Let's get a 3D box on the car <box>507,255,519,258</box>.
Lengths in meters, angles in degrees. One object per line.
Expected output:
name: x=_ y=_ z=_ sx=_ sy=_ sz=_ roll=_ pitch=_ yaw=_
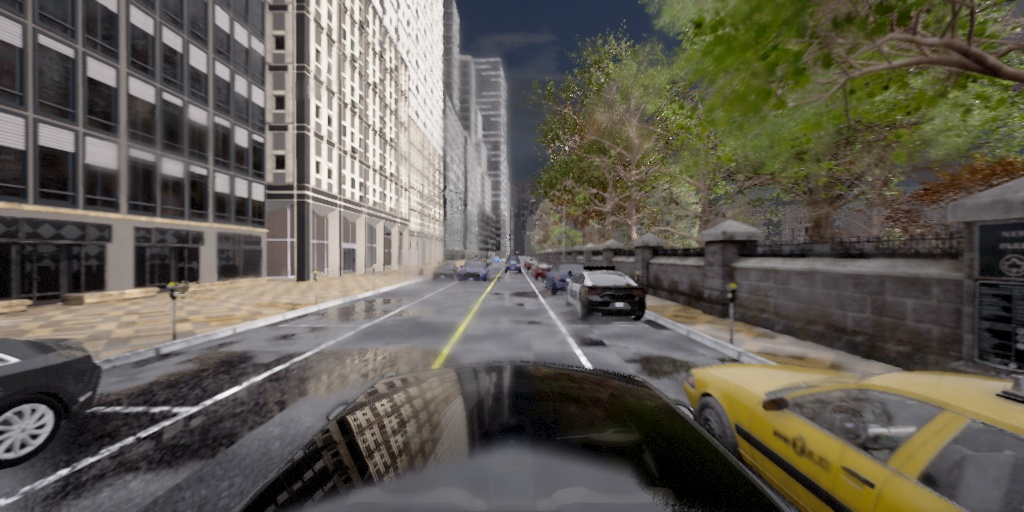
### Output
car: x=0.166 y=0.875 z=55.970 sx=2.150 sy=2.045 sz=5.566 roll=0 pitch=0 yaw=1

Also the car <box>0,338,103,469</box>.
car: x=-5.459 y=1.300 z=2.161 sx=2.007 sy=1.370 sz=4.403 roll=0 pitch=0 yaw=0

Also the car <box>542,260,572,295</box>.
car: x=2.992 y=1.068 z=19.483 sx=2.097 sy=1.767 sz=4.553 roll=0 pitch=0 yaw=0

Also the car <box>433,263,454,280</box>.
car: x=-5.454 y=1.263 z=30.298 sx=1.948 sy=1.339 sz=4.313 roll=0 pitch=0 yaw=0

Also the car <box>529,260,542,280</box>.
car: x=2.716 y=1.242 z=29.991 sx=1.888 sy=1.381 sz=4.507 roll=0 pitch=0 yaw=0

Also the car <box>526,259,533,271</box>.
car: x=2.724 y=1.238 z=35.624 sx=2.007 sy=1.370 sz=4.403 roll=0 pitch=0 yaw=0

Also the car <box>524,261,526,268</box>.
car: x=2.784 y=1.213 z=46.904 sx=1.888 sy=1.381 sz=4.507 roll=0 pitch=0 yaw=1

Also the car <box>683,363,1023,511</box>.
car: x=2.711 y=1.275 z=2.033 sx=1.751 sy=1.417 sz=4.829 roll=0 pitch=0 yaw=0

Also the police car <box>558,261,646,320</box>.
police car: x=3.012 y=1.154 z=12.623 sx=1.930 sy=1.638 sz=5.238 roll=0 pitch=0 yaw=0

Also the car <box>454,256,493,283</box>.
car: x=-2.836 y=1.054 z=27.451 sx=2.097 sy=1.767 sz=4.553 roll=0 pitch=0 yaw=0

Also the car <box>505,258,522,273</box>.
car: x=0.133 y=1.203 z=42.136 sx=1.812 sy=1.442 sz=4.674 roll=0 pitch=-1 yaw=1
